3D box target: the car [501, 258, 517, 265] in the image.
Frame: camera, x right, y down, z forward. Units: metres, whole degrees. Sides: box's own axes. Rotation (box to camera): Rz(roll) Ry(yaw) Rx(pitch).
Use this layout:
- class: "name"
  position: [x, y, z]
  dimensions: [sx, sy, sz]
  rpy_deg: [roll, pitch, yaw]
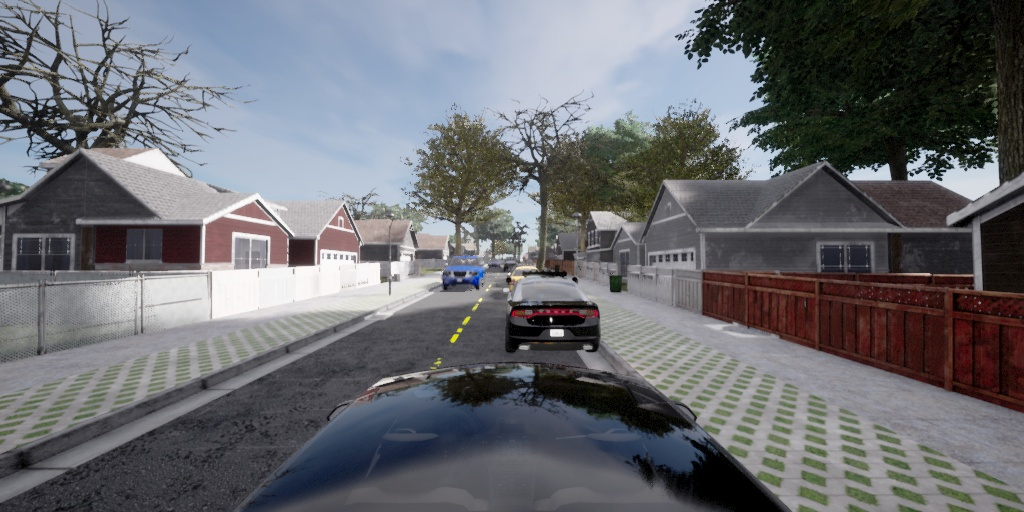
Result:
- class: "car"
  position: [-0.171, 1.343, 49.573]
  dimensions: [1.882, 1.535, 5.008]
  rpy_deg: [0, 0, 0]

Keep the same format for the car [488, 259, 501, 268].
- class: "car"
  position: [-3.096, 1.289, 63.809]
  dimensions: [2.097, 1.767, 4.553]
  rpy_deg: [0, 0, 0]

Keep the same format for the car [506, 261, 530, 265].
- class: "car"
  position: [0.748, 1.221, 19.111]
  dimensions: [1.801, 1.575, 5.366]
  rpy_deg: [0, 0, 0]

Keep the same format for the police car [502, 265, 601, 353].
- class: "police car"
  position: [0.795, 1.181, 9.025]
  dimensions: [1.930, 1.638, 5.238]
  rpy_deg: [0, 0, 0]

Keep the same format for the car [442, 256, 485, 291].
- class: "car"
  position: [-2.933, 0.992, 22.619]
  dimensions: [2.150, 2.045, 5.566]
  rpy_deg: [0, 0, -1]
